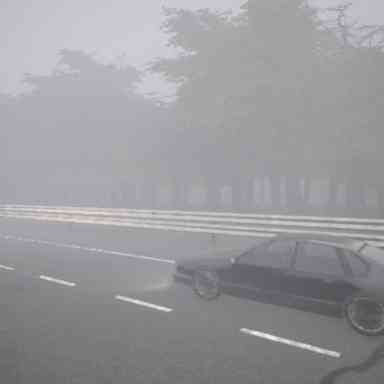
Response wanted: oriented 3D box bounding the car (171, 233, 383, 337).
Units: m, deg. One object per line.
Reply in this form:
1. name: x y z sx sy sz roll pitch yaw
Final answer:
1. car: 2.145 1.550 6.638 5.357 1.411 2.033 0 0 36
